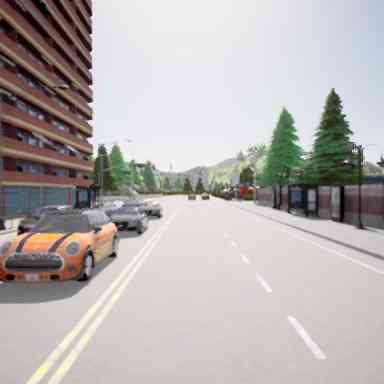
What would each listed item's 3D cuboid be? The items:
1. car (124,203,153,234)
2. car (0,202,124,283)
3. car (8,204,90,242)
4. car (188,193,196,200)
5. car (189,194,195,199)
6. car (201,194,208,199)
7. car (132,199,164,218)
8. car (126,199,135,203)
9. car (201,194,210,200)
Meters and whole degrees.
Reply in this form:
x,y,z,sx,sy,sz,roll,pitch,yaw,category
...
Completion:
x,y,z,sx,sy,sz,roll,pitch,yaw,category
-3.590,1.521,18.667,1.994,1.385,4.181,0,0,0,car
-3.596,1.330,9.724,2.097,1.767,4.553,0,0,0,car
-7.092,1.452,17.199,2.128,1.511,4.902,0,0,0,car
0.024,1.155,84.492,2.097,1.767,4.553,0,0,0,car
0.026,1.167,94.557,1.812,1.442,4.674,0,0,0,car
3.526,1.167,94.556,1.812,1.442,4.674,0,0,0,car
-3.567,1.498,28.711,1.994,1.385,4.181,0,0,0,car
-7.014,1.473,39.770,1.994,1.385,4.181,0,0,1,car
3.524,1.300,84.521,1.837,1.490,4.892,0,0,0,car
